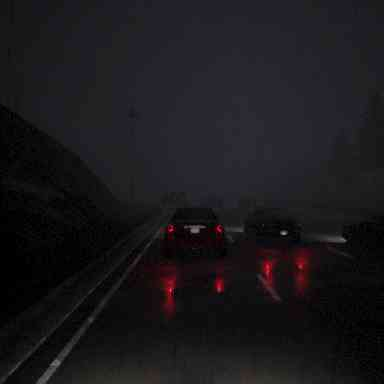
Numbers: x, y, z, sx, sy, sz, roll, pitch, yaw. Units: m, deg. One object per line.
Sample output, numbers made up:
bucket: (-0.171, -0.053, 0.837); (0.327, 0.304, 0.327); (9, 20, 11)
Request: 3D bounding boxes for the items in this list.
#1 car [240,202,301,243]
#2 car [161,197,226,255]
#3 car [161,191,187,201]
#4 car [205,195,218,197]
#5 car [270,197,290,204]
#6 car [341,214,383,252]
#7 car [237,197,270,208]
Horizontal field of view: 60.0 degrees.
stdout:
car: (3.600, 1.403, 15.326); (1.812, 1.442, 4.674); (0, 0, 0)
car: (0.101, 1.249, 12.897); (2.097, 1.767, 4.553); (0, 0, 0)
car: (-2.399, 0.866, 44.679); (2.150, 2.045, 5.566); (1, 0, -23)
car: (2.322, 1.162, 41.306); (2.128, 1.511, 4.902); (0, 0, -14)
car: (9.894, 1.283, 39.913); (1.895, 1.301, 4.718); (0, 0, -10)
car: (7.100, 1.456, 11.388); (2.033, 1.411, 5.357); (0, 0, 0)
car: (6.698, 1.244, 38.010); (2.033, 1.411, 5.357); (0, 0, -8)
